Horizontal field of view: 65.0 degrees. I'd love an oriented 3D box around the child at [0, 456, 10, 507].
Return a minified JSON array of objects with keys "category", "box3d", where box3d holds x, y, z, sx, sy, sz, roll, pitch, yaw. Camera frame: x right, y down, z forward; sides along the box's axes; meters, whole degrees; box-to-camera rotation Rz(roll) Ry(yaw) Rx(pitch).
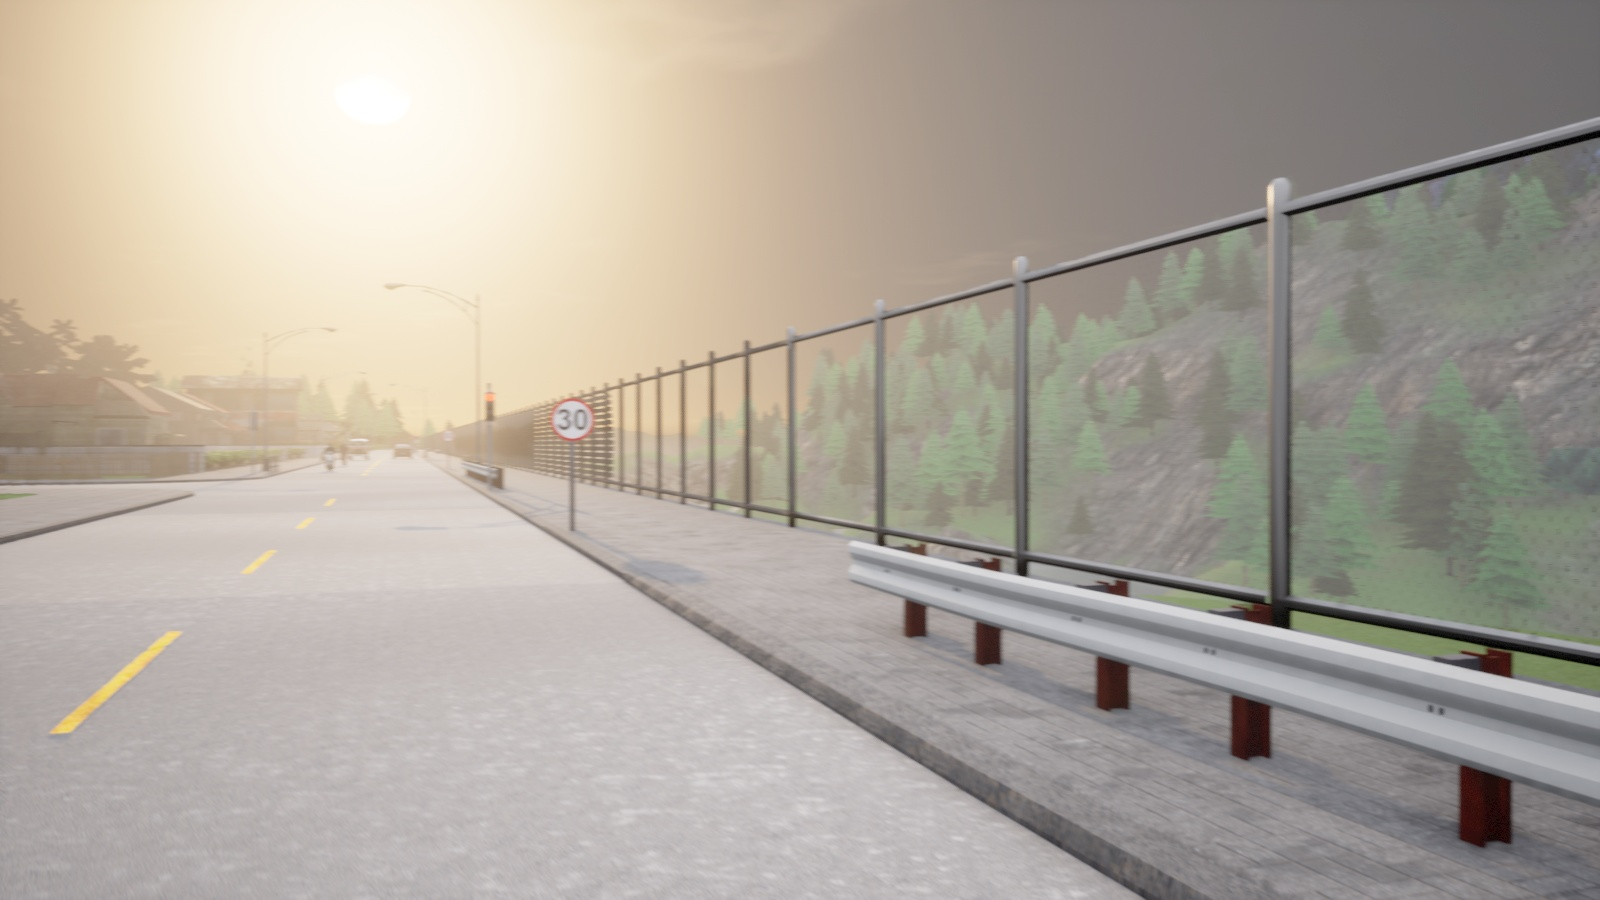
[{"category":"child","box3d":[-18.388,0.713,28.820,0.299,1.160,0.473,0,0,-17]}]
